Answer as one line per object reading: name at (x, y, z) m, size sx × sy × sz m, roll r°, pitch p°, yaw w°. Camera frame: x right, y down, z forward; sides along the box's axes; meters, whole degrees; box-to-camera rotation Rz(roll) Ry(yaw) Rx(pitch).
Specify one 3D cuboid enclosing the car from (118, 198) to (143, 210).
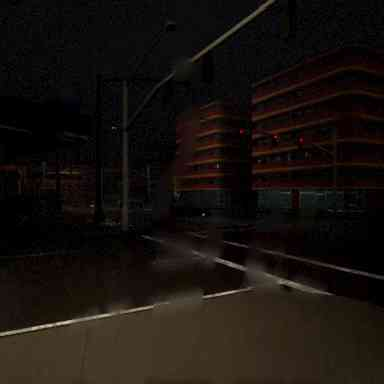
car at (-7.803, 1.525, 42.709) m, size 1.812 × 1.442 × 4.674 m, roll 0°, pitch 0°, yaw -30°

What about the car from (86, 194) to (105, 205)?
car at (-17.694, 1.517, 59.665) m, size 1.837 × 1.490 × 4.892 m, roll 0°, pitch 0°, yaw -30°

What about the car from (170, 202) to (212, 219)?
car at (-0.165, 1.601, 29.732) m, size 1.895 × 1.301 × 4.718 m, roll 0°, pitch 0°, yaw -31°
